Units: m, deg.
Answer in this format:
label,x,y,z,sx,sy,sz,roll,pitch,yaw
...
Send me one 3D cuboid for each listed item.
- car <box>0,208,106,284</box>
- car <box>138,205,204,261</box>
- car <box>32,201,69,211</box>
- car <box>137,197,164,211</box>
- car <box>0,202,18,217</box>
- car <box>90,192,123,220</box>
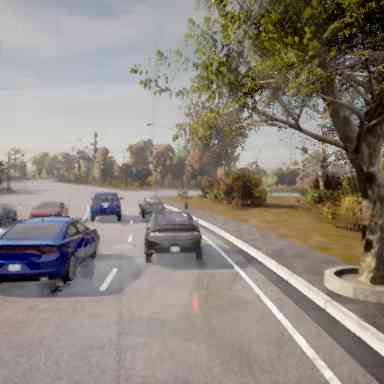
label,x,y,z,sx,sy,sz,roll,pitch,yaw
car,-4.025,1.464,9.664,1.882,1.535,5.008,0,0,-4
car,-0.753,1.442,12.079,2.128,1.511,4.902,0,0,-6
car,-9.722,1.360,22.905,1.882,1.535,5.008,-1,1,-12
car,-3.338,1.189,27.118,2.128,1.511,4.902,-1,2,-13
car,-13.163,1.456,22.341,1.812,1.442,4.674,-1,1,-13
car,-6.525,0.997,25.518,2.150,2.045,5.566,-1,1,-12
